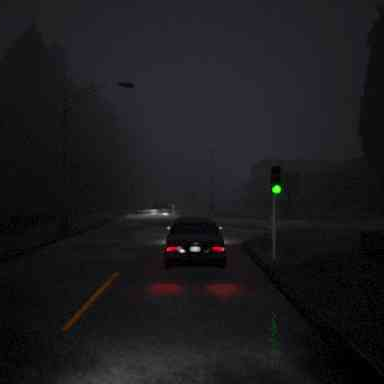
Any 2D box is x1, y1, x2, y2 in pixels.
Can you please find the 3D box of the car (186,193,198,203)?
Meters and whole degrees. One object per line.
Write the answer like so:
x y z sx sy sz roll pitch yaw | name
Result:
-0.005 1.194 70.869 2.150 2.045 5.566 0 0 0 | car

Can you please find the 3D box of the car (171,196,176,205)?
-4.044 1.486 60.448 1.837 1.490 4.892 0 0 1 | car

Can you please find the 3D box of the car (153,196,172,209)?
-4.092 1.586 44.323 1.895 1.301 4.718 0 0 0 | car

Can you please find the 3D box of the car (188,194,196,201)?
-0.006 1.307 81.259 1.837 1.490 4.892 0 0 0 | car

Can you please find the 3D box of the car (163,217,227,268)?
0.088 1.544 11.201 2.033 1.411 5.357 0 0 0 | car
